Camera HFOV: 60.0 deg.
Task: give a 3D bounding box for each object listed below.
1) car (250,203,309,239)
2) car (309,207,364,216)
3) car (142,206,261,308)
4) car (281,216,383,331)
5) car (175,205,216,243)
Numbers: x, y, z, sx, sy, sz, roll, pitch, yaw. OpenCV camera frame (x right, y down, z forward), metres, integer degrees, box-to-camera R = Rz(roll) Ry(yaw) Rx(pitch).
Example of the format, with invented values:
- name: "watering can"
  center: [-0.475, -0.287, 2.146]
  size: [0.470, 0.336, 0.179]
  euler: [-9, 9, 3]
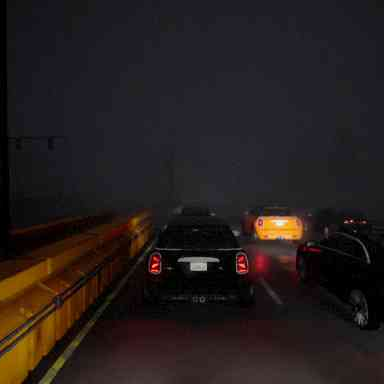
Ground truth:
- name: "car"
  center: [3.656, 1.352, 15.943]
  size: [2.097, 1.767, 4.553]
  euler: [0, 0, 0]
- name: "car"
  center: [7.158, 1.505, 16.813]
  size: [1.837, 1.490, 4.892]
  euler: [0, 0, 0]
- name: "car"
  center: [0.126, 1.352, 8.073]
  size: [2.097, 1.767, 4.553]
  euler: [0, 0, 0]
- name: "car"
  center: [3.622, 1.492, 6.833]
  size: [2.128, 1.511, 4.902]
  euler: [0, 0, 0]
- name: "car"
  center: [0.160, 1.505, 17.249]
  size: [1.837, 1.490, 4.892]
  euler: [0, 0, 0]
